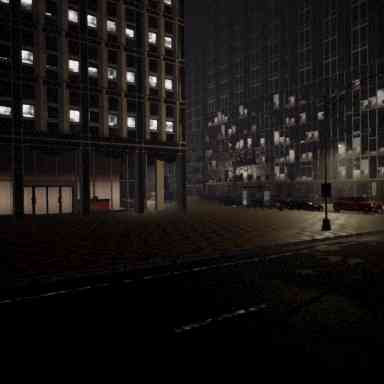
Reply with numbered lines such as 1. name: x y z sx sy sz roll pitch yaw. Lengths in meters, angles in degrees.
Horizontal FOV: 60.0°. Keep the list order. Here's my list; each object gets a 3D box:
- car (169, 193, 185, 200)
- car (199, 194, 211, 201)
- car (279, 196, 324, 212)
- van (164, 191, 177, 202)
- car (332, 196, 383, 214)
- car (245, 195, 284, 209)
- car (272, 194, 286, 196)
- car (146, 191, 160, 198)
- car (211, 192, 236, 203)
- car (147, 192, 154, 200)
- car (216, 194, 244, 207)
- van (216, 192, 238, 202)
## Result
1. car: -3.357 0.935 73.838 1.802 1.307 4.206 0 1 -34
2. car: 3.075 1.043 64.465 1.802 1.307 4.206 0 1 -34
3. car: 12.138 1.423 36.220 1.947 1.339 4.313 0 1 -34
4. van: -3.835 0.937 59.722 1.690 1.788 3.998 0 1 -34
5. car: 16.897 1.206 34.073 2.097 1.767 4.553 -1 1 -35
6. car: 8.936 1.387 40.919 1.802 1.307 4.206 0 1 -34
7. car: 11.304 1.117 42.225 2.097 1.767 4.553 -1 1 -34
8. car: -9.790 0.685 83.208 1.967 1.590 4.097 0 1 -34
9. car: 5.449 1.175 50.776 1.837 1.490 4.892 -1 1 -34
10. car: -10.268 1.039 69.097 2.008 1.369 4.403 0 1 -34
11. car: 5.768 1.319 45.637 1.947 1.339 4.313 0 1 -34
12. van: 6.290 0.855 59.776 1.690 1.788 3.998 0 1 -34
